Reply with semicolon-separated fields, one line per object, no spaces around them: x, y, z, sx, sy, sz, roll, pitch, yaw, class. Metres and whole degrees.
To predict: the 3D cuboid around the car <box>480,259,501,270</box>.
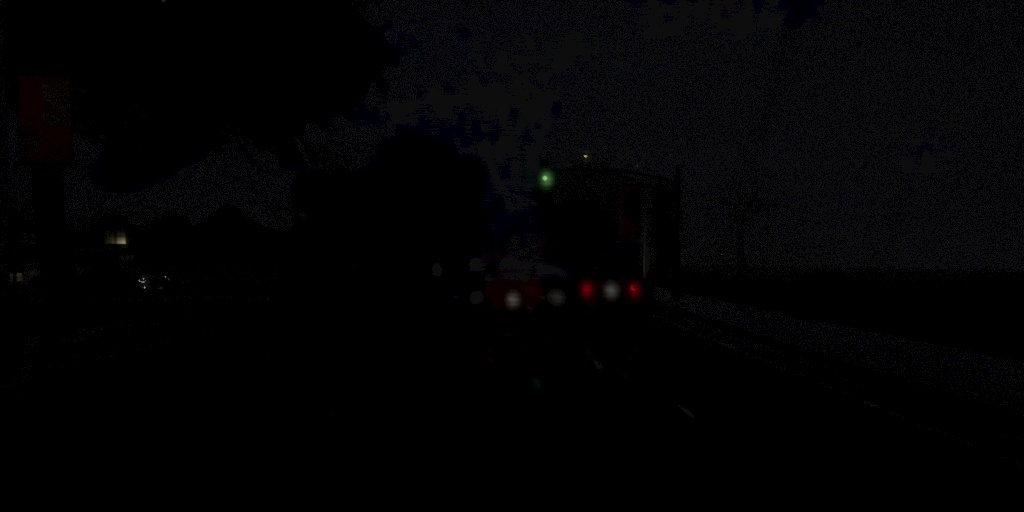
-3.326;1.406;56.520;2.097;1.767;4.553;0;0;0;car

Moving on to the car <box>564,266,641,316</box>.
3.282;1.169;13.873;2.097;1.767;4.553;0;0;0;car

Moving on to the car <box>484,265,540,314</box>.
0.023;1.297;14.244;1.882;1.535;5.008;0;0;0;car

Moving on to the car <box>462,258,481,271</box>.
-6.576;1.407;56.519;2.097;1.767;4.553;0;0;0;car

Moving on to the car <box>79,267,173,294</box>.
-24.431;1.481;22.756;4.553;1.767;2.097;-1;1;1;car
